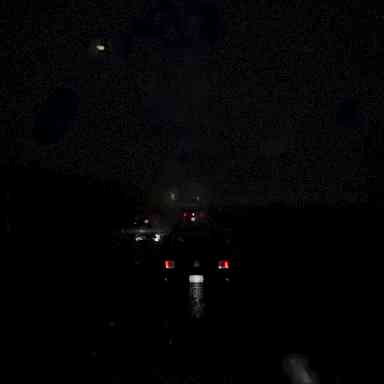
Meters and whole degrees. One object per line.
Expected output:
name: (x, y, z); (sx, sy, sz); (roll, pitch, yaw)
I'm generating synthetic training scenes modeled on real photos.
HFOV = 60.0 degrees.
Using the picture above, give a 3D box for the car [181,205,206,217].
car: (0.090, 1.748, 27.122); (1.895, 1.301, 4.718); (0, 0, 0)

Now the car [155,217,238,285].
car: (0.100, 1.643, 9.611); (1.895, 1.301, 4.718); (0, 0, 0)

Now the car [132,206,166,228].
car: (-2.853, 1.675, 22.845); (1.994, 1.385, 4.181); (0, 0, 0)
